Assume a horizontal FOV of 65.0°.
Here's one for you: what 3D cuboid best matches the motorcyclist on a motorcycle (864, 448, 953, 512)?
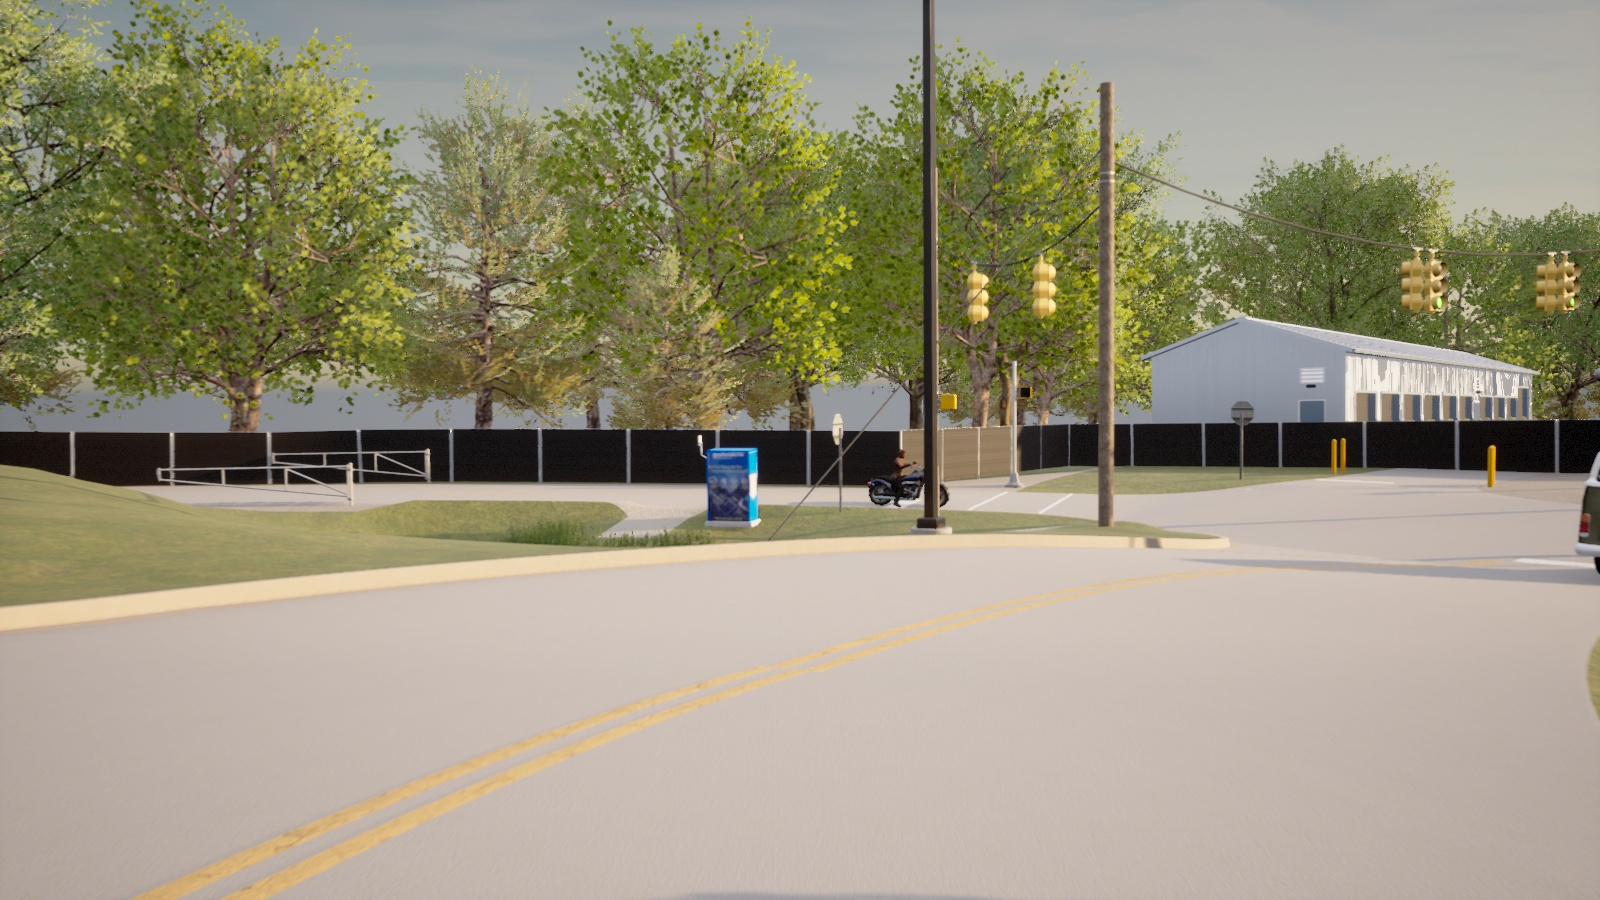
[{"bbox_3d":[3.015,0.810,34.986,2.350,1.649,0.766,1,3,20],"label":"motorcyclist on a motorcycle"}]

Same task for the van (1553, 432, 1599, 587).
[{"bbox_3d":[12.735,0.830,17.270,4.480,2.038,2.069,1,2,-29],"label":"van"}]
